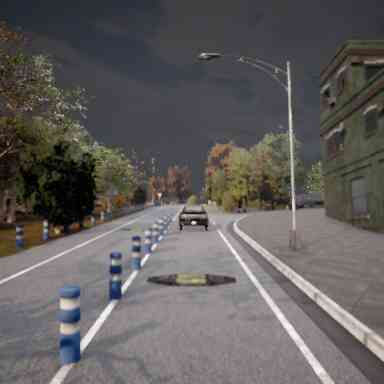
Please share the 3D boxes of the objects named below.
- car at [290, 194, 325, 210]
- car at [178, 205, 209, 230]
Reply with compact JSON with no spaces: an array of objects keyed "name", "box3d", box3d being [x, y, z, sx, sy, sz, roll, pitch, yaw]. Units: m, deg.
[{"name":"car","box3d":[14.427,1.314,39.826,5.566,2.045,2.150,0,-7,-20]},{"name":"car","box3d":[0.106,1.621,22.345,2.128,1.511,4.902,0,0,0]}]
